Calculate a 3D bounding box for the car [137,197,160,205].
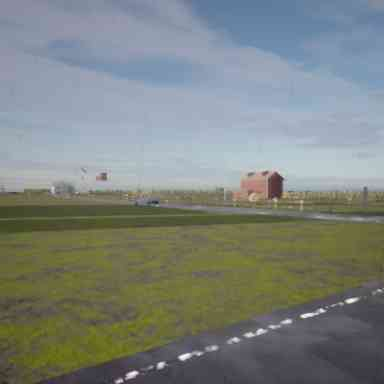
[{"bbox_3d":[-7.783,1.521,58.751,2.033,1.411,5.357,0,0,-36],"label":"car"}]
